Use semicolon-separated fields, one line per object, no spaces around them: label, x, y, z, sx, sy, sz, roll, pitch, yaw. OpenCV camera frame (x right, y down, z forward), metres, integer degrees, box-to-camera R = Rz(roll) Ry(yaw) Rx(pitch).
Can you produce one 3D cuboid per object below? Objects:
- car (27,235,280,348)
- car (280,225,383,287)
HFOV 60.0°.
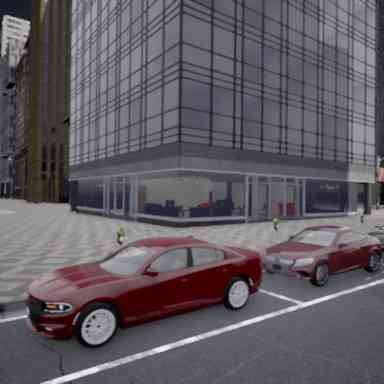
car;-0.632;1.563;6.304;4.507;1.381;1.887;0;0;-35
car;3.813;1.634;9.472;4.206;1.307;1.802;0;0;-35
